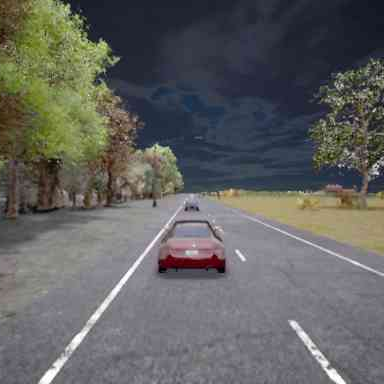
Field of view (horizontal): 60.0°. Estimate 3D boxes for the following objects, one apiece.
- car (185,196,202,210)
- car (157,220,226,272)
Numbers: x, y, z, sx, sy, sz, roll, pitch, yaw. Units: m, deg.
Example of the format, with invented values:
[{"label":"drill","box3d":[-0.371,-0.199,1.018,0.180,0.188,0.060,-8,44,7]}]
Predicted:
[{"label":"car","box3d":[-0.013,1.667,44.451,2.033,1.411,5.357,0,0,0]},{"label":"car","box3d":[-0.004,1.596,10.895,1.994,1.385,4.181,0,0,0]}]
